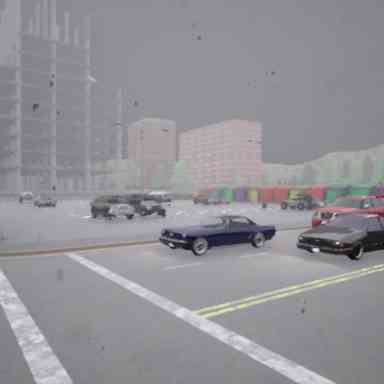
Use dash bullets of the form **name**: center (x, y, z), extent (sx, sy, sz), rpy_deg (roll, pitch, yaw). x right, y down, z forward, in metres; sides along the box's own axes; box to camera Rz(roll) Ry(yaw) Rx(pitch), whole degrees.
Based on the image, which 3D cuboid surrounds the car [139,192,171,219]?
- **car**: center (-3.757, 1.148, 27.150), extent (1.905, 1.878, 3.866), rpy_deg (0, 0, -35)

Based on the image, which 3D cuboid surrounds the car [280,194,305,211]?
- **car**: center (12.262, 1.148, 38.485), extent (1.905, 1.878, 3.866), rpy_deg (0, 0, -35)

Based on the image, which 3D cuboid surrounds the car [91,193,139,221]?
- **car**: center (-6.154, 1.145, 25.527), extent (1.932, 1.855, 4.605), rpy_deg (0, 0, -35)

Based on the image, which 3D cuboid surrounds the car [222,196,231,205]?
- **car**: center (4.557, 1.350, 54.410), extent (1.784, 1.438, 3.905), rpy_deg (0, 0, -35)

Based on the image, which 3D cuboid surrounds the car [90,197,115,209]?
- **car**: center (-11.608, 1.381, 42.986), extent (1.970, 1.475, 3.806), rpy_deg (0, 0, -35)

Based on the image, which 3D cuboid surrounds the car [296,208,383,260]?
- **car**: center (6.330, 1.545, 12.567), extent (5.357, 1.411, 2.033), rpy_deg (0, 0, -34)

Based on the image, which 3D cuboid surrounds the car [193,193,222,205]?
- **car**: center (2.152, 1.139, 52.794), extent (1.932, 1.855, 4.605), rpy_deg (0, 0, -35)

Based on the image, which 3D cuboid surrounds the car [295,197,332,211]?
- **car**: center (14.635, 1.388, 40.144), extent (1.970, 1.475, 3.806), rpy_deg (0, 0, -35)

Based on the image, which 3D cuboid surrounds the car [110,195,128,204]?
- **car**: center (-13.226, 1.344, 60.320), extent (1.784, 1.438, 3.905), rpy_deg (0, 0, -35)

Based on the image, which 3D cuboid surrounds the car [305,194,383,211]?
- **car**: center (9.177, 1.218, 18.698), extent (5.566, 2.045, 2.150), rpy_deg (0, 0, -33)

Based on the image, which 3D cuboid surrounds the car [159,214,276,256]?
- **car**: center (1.083, 1.597, 13.230), extent (4.718, 1.301, 1.895), rpy_deg (0, 0, -34)

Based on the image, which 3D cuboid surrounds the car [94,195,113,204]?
- **car**: center (-15.593, 1.376, 58.653), extent (1.970, 1.475, 3.806), rpy_deg (0, 0, -35)
